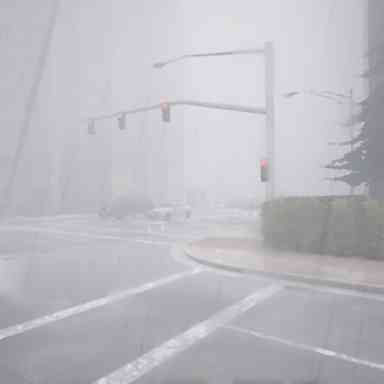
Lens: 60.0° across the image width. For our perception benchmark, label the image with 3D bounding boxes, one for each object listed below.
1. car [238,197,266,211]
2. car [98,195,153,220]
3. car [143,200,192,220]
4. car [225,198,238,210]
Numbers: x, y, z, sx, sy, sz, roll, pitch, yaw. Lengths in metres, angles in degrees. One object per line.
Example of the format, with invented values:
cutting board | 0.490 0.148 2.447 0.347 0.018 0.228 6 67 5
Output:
car | 8.263 1.445 42.919 2.097 1.767 4.553 0 0 37
car | -5.695 1.329 29.797 2.150 2.045 5.566 0 1 36
car | -1.791 1.621 29.177 1.812 1.442 4.674 0 0 36
car | 6.347 1.619 46.206 1.837 1.490 4.892 0 -1 37
